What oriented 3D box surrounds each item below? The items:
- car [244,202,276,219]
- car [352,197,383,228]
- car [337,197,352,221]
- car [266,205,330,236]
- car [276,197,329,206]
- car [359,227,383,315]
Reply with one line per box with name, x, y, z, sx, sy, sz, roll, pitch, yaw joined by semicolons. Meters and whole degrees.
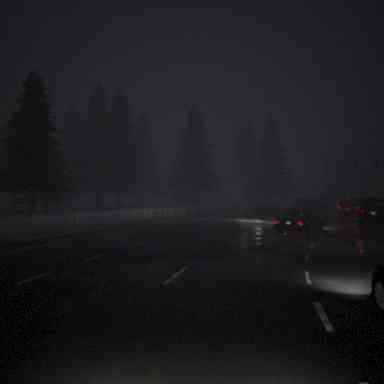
car;6.868;1.731;31.402;4.892;1.490;1.837;1;-1;-44
car;12.876;1.438;22.344;2.150;2.045;5.566;0;-1;42
car;14.624;1.489;28.720;5.566;2.045;2.150;1;0;-41
car;6.444;1.705;19.702;2.033;1.411;5.357;0;0;33
car;10.298;1.467;29.905;5.566;2.045;2.150;1;-1;-42
car;4.229;1.564;4.688;1.837;1.490;4.892;0;0;9
